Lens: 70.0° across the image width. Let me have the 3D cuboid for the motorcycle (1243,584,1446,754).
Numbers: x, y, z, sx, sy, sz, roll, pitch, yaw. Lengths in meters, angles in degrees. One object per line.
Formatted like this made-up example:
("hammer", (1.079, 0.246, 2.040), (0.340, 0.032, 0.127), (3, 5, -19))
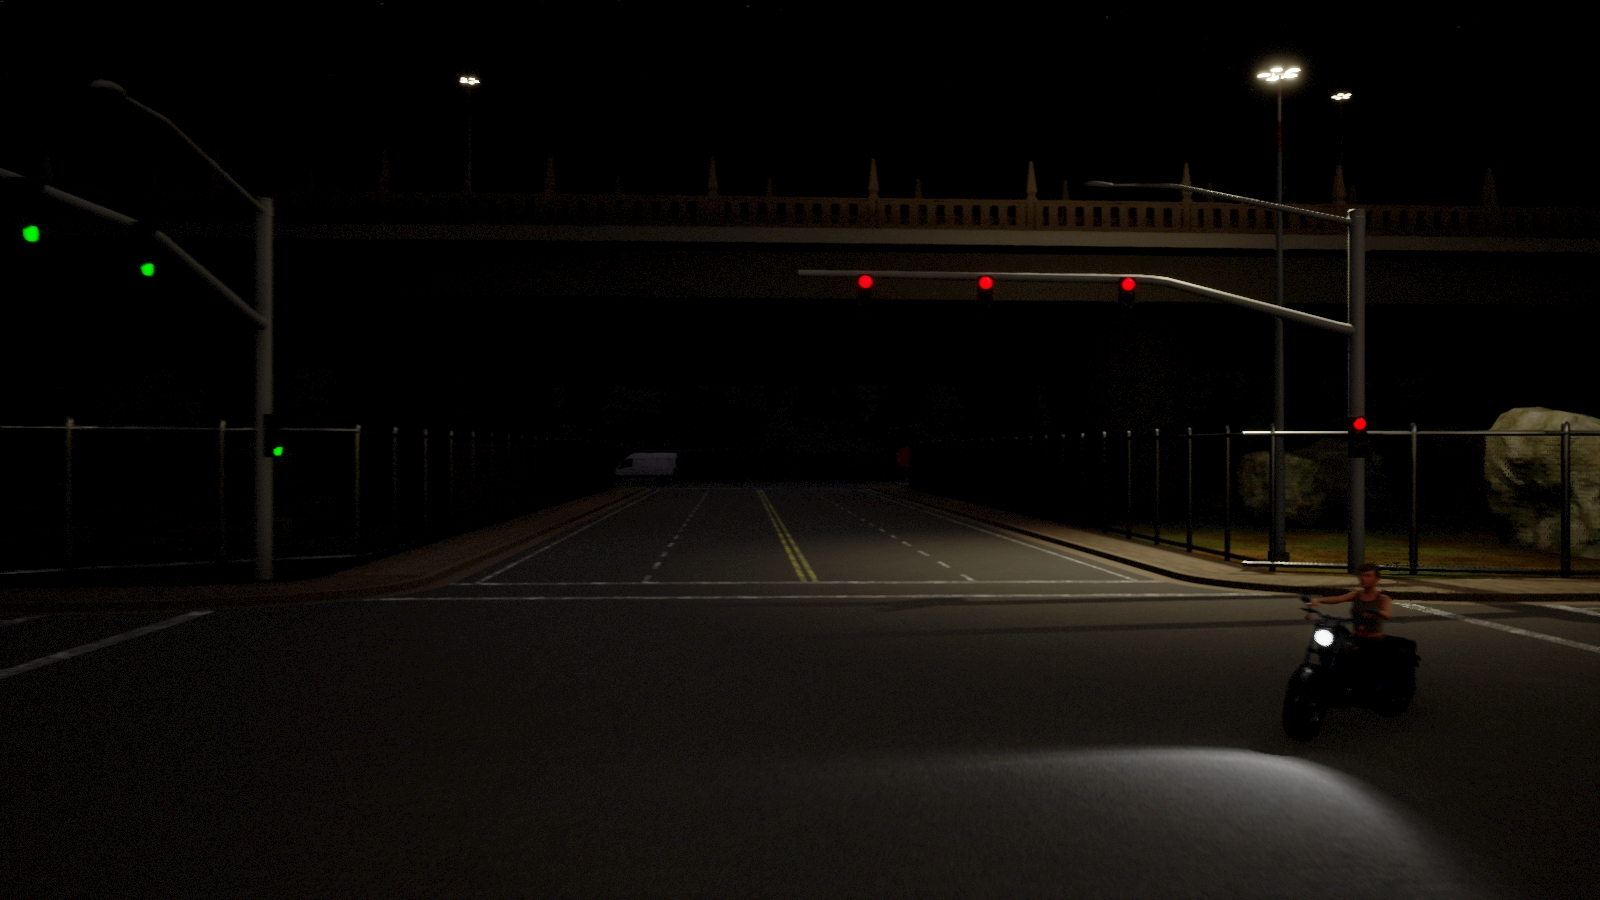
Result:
("motorcycle", (5.494, 2.127, 11.466), (2.356, 1.307, 0.764), (0, 1, -35))
